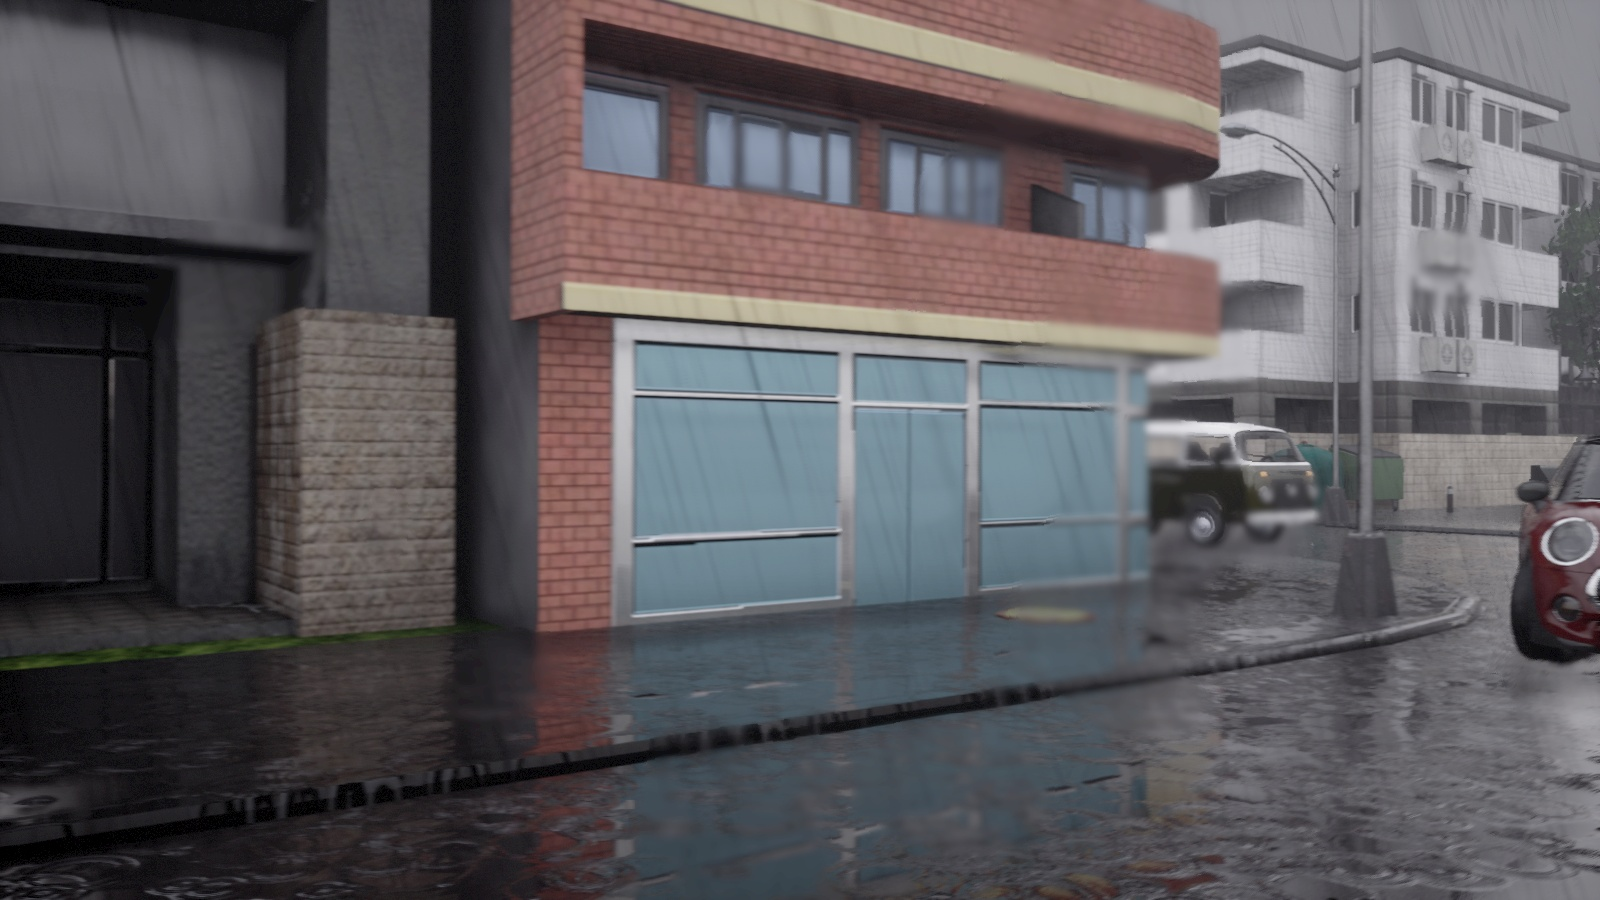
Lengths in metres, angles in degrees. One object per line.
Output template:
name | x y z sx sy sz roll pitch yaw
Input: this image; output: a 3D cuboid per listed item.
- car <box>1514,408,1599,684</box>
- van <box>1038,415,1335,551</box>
car | 6.748 0.614 9.723 2.097 1.767 4.553 0 0 29
van | 6.398 0.507 21.251 2.069 2.038 4.480 0 0 -35
